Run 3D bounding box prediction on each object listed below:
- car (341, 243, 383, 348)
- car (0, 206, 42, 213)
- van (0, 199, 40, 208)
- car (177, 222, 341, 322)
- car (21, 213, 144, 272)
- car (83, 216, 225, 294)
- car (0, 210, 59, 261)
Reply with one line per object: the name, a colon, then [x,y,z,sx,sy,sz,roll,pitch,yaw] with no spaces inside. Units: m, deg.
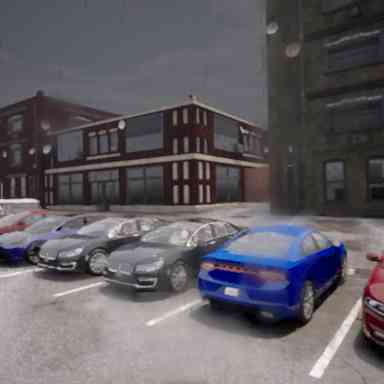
car: [4.332,1.479,5.870,2.097,1.535,5.008,0,0,36]
car: [-6.878,1.545,13.884,2.097,1.535,5.008,-1,0,36]
van: [-8.959,1.342,15.507,1.878,1.987,4.442,-1,0,36]
car: [2.084,1.485,7.465,2.097,1.535,5.008,0,0,36]
car: [-2.394,1.509,10.680,2.231,1.521,4.892,0,0,36]
car: [-0.152,1.496,9.076,2.231,1.521,4.892,0,0,36]
car: [-4.657,1.554,12.253,2.163,1.488,4.792,0,0,36]
